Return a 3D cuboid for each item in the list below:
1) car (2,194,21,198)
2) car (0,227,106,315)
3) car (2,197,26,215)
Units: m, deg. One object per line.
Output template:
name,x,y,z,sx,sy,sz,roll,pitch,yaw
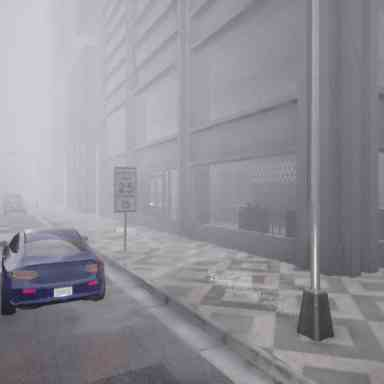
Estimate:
car,-23.089,1.236,42.900,2.150,2.045,5.566,0,0,-29
car,-3.307,1.527,7.641,1.812,1.442,4.674,0,0,-29
car,-17.925,1.558,33.791,2.033,1.411,5.357,0,0,-29
